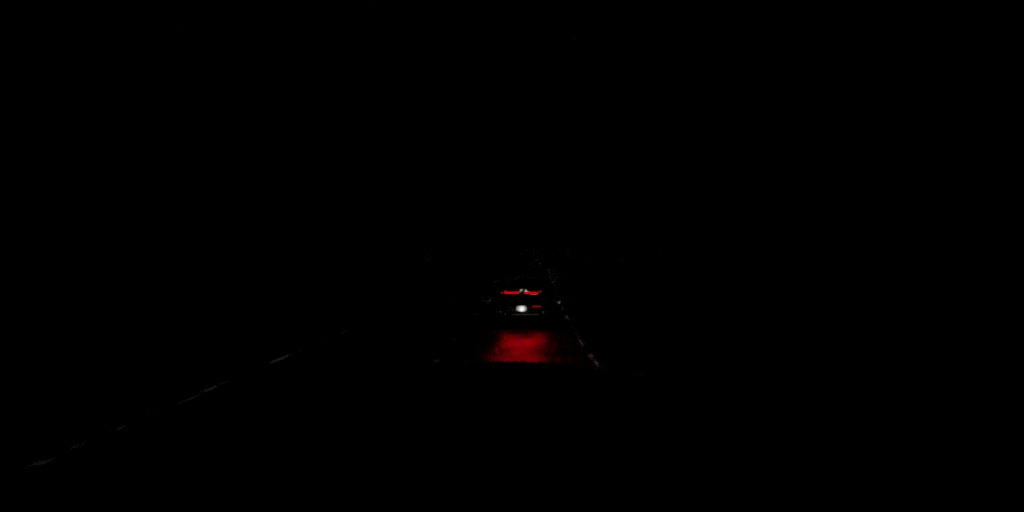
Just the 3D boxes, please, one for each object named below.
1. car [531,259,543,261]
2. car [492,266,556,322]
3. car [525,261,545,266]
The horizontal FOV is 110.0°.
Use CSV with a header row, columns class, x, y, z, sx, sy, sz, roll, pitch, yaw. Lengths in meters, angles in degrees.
class,x,y,z,sx,sy,sz,roll,pitch,yaw
car,3.652,1.107,52.718,1.812,1.442,4.674,0,0,15
car,0.429,1.222,12.209,1.837,1.490,4.892,0,-1,4
car,1.707,1.272,26.388,1.895,1.301,4.718,0,0,8
